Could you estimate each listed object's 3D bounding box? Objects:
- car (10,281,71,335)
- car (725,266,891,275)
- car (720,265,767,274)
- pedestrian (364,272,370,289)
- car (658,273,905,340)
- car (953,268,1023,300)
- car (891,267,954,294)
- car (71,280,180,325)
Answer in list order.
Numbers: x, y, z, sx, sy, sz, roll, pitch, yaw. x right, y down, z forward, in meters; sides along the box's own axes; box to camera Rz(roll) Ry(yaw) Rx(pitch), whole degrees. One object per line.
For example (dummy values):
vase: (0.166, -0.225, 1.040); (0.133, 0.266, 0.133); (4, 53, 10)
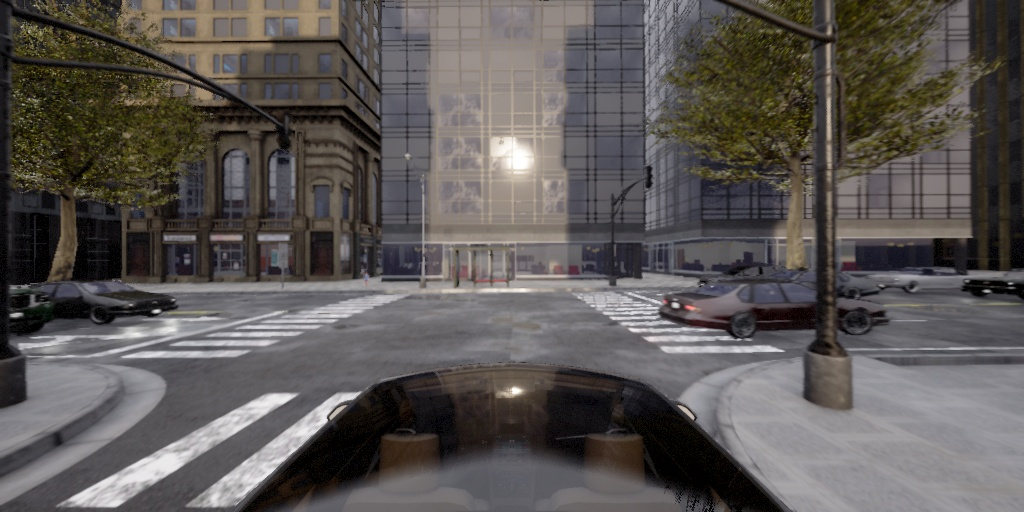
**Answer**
car: (-15.641, 1.220, 9.318); (5.566, 2.045, 2.150); (-1, 0, 0)
car: (12.838, 1.273, 15.815); (5.357, 1.411, 2.033); (-1, 0, 1)
car: (12.532, 1.252, 19.072); (4.892, 1.490, 1.837); (-1, 0, 0)
pedestrian: (-9.450, 1.542, 23.343); (0.500, 1.100, 0.500); (0, 0, 0)
car: (6.776, 1.306, 9.555); (5.357, 1.411, 2.033); (-1, -1, -5)
car: (23.049, 1.208, 15.742); (4.718, 1.301, 1.895); (-1, 0, 0)
car: (21.768, 1.241, 19.005); (4.718, 1.301, 1.895); (-1, 0, 0)
car: (-14.979, 1.557, 12.595); (5.357, 1.411, 2.033); (-1, 0, 3)
